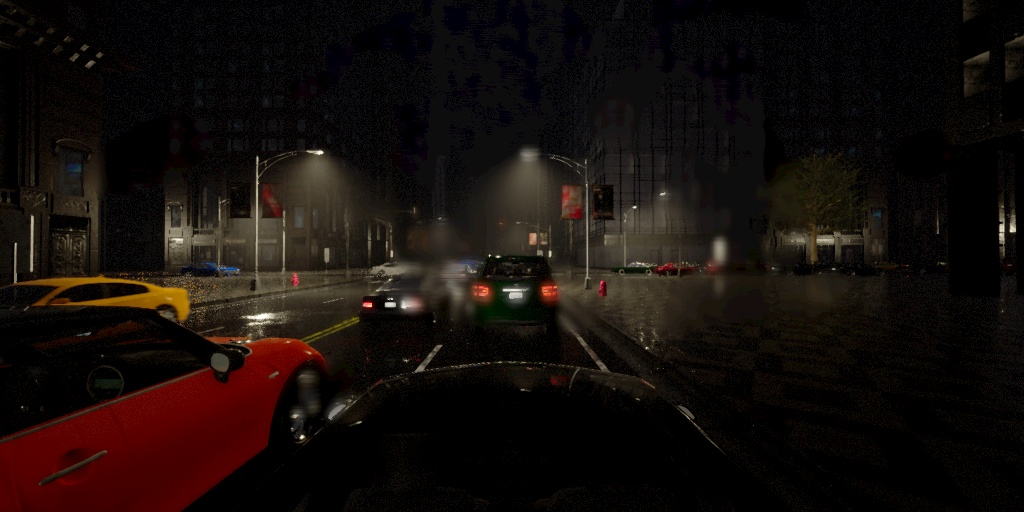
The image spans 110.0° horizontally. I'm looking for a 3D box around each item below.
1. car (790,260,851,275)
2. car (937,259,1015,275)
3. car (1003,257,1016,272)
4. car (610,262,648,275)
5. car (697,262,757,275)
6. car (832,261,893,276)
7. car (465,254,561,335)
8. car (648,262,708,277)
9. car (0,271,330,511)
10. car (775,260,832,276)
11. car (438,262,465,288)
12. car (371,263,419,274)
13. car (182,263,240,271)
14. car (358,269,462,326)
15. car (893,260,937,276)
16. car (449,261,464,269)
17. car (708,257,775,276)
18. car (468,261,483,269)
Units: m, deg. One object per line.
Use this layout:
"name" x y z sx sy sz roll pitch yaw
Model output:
"car" 33.766 1.251 39.348 4.902 1.511 2.128 0 -1 -1
"car" 43.559 1.214 33.720 4.507 1.381 1.888 0 0 -1
"car" 49.198 0.973 33.797 5.009 1.841 2.192 0 0 -1
"car" 13.214 1.422 39.075 4.718 1.301 1.895 0 -1 0
"car" 23.464 1.335 39.222 5.357 1.411 2.033 0 -1 -1
"car" 32.283 1.260 33.563 4.313 1.339 1.948 0 0 -1
"car" 0.115 0.979 10.630 2.150 2.045 5.566 0 0 0
"car" 15.370 1.327 33.330 4.207 1.307 1.802 0 0 -1
"car" -3.147 1.102 2.303 2.097 1.767 4.553 0 0 0
"car" 26.646 1.276 33.485 4.313 1.339 1.948 0 0 -1
"car" -3.121 1.280 21.451 2.128 1.511 4.902 0 0 0
"car" -11.782 1.397 36.403 4.674 1.442 1.812 0 0 -16
"car" -29.677 1.437 35.438 5.008 1.535 1.882 0 -1 0
"car" -3.120 1.307 11.714 2.033 1.411 5.357 0 0 0
"car" 41.899 1.204 36.272 4.892 1.490 1.837 1 -1 -1
"car" -9.711 1.571 63.178 1.812 1.442 4.674 0 0 1
"car" 21.008 1.041 33.408 5.009 1.841 2.192 0 0 -1
"car" -6.451 1.599 64.033 2.033 1.411 5.357 0 0 1
